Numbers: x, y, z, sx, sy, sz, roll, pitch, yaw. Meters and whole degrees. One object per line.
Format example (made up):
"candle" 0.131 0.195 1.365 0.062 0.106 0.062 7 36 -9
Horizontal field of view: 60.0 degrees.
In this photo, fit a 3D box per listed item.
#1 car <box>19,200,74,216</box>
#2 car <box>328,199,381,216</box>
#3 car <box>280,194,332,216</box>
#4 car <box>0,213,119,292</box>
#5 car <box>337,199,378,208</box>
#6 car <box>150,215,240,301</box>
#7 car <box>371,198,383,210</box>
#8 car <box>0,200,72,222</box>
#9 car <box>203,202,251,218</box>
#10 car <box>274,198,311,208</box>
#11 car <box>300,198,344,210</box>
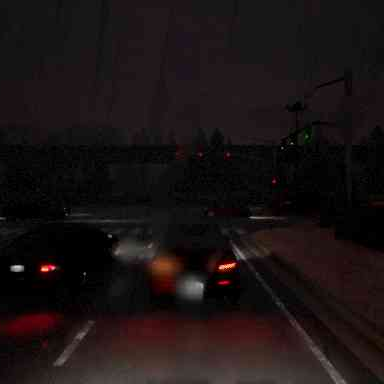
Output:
"car" -14.275 1.525 32.794 4.674 1.442 1.812 0 0 0
"car" 13.473 1.492 25.639 4.902 1.511 2.128 0 0 0
"car" 11.553 1.223 32.649 5.566 2.045 2.150 0 0 0
"car" -3.421 1.547 9.028 2.033 1.411 5.357 0 0 0
"car" 23.225 1.601 46.793 4.718 1.301 1.895 0 0 0
"car" 0.071 1.526 8.207 1.812 1.442 4.674 0 0 0
"car" 26.178 1.526 43.281 4.674 1.442 1.812 0 0 0
"car" -12.144 1.492 25.781 4.902 1.511 2.128 0 0 0
"car" 3.026 1.564 29.197 4.181 1.385 1.994 0 0 0
"car" 14.117 1.526 46.834 4.674 1.442 1.812 0 0 2
"car" 16.916 1.491 43.320 4.902 1.511 2.128 0 0 0
